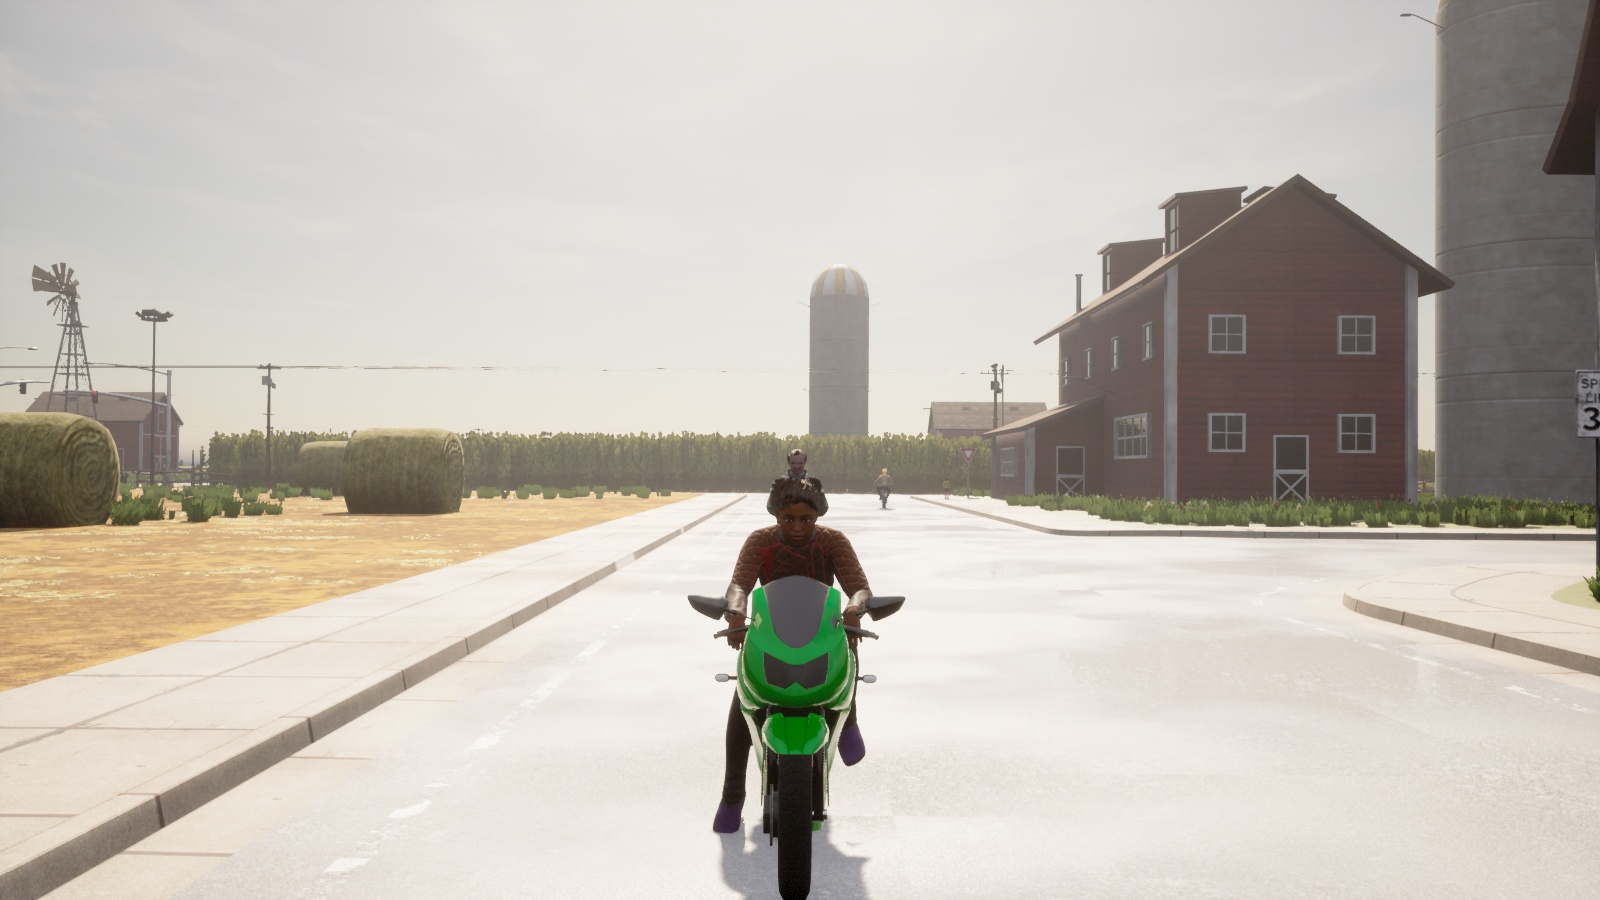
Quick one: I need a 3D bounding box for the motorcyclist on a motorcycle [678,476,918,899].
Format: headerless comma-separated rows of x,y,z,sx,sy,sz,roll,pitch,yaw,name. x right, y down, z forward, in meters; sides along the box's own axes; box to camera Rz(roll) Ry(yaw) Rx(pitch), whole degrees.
-0.010,0.878,5.209,0.797,1.523,2.044,0,-1,0,motorcyclist on a motorcycle
